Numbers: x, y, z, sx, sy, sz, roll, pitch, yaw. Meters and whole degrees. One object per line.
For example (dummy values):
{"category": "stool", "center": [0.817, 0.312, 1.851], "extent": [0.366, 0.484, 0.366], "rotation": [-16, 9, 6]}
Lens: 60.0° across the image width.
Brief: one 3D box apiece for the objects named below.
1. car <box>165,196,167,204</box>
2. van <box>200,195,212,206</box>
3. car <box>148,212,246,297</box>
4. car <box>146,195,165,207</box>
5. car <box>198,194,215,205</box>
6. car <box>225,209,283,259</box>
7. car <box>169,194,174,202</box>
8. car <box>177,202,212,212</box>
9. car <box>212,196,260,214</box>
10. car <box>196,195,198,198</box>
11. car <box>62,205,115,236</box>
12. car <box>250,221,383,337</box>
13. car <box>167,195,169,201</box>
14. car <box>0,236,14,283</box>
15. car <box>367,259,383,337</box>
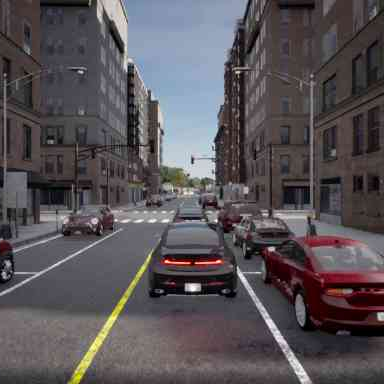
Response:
{"category": "car", "center": [-5.790, 1.560, 56.084], "extent": [1.947, 1.339, 4.313], "rotation": [0, 0, 0]}
{"category": "van", "center": [2.318, 1.336, 56.140], "extent": [1.690, 1.788, 3.998], "rotation": [0, 0, 0]}
{"category": "car", "center": [0.015, 1.504, 8.534], "extent": [1.837, 1.490, 4.892], "rotation": [0, 0, 0]}
{"category": "car", "center": [-5.755, 1.310, 50.581], "extent": [2.192, 1.841, 5.009], "rotation": [0, 0, 0]}
{"category": "car", "center": [2.401, 1.311, 45.133], "extent": [2.192, 1.841, 5.009], "rotation": [0, 0, 0]}
{"category": "car", "center": [2.558, 1.550, 12.395], "extent": [2.008, 1.369, 4.403], "rotation": [0, 0, 0]}
{"category": "car", "center": [-5.929, 1.536, 78.099], "extent": [1.887, 1.381, 4.507], "rotation": [0, 0, 0]}
{"category": "car", "center": [-0.057, 1.504, 17.950], "extent": [1.837, 1.490, 4.892], "rotation": [0, 0, 0]}
{"category": "car", "center": [2.519, 1.314, 18.077], "extent": [2.192, 1.841, 5.009], "rotation": [0, 0, 0]}
{"category": "car", "center": [2.277, 1.309, 61.644], "extent": [2.192, 1.841, 5.009], "rotation": [0, 0, 0]}
{"category": "car", "center": [-5.505, 1.439, 18.022], "extent": [1.967, 1.590, 4.097], "rotation": [0, 0, 0]}
{"category": "car", "center": [2.596, 1.544, 6.713], "extent": [1.887, 1.381, 4.507], "rotation": [0, 0, 0]}
{"category": "car", "center": [-5.825, 1.544, 61.588], "extent": [2.008, 1.369, 4.403], "rotation": [0, 0, 0]}
{"category": "car", "center": [-5.429, 1.440, 6.658], "extent": [1.967, 1.590, 4.097], "rotation": [0, 0, 0]}
{"category": "car", "center": [2.634, 1.440, 1.031], "extent": [1.967, 1.590, 4.097], "rotation": [0, 0, 0]}
